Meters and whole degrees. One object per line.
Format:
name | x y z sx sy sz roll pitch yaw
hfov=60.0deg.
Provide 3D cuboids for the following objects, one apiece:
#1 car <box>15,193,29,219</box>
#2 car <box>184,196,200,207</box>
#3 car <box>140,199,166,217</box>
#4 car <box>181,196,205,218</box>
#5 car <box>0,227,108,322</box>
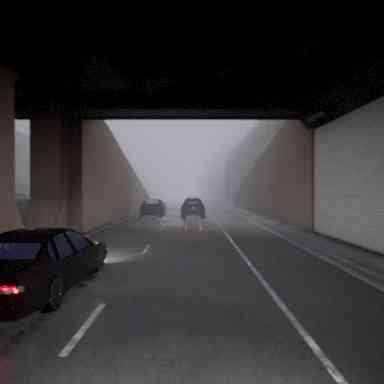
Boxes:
car | -14.095 1.112 24.606 2.150 2.045 5.566 0 0 0
car | 0.050 1.296 46.581 2.163 1.488 4.792 0 0 1
car | -3.397 1.345 29.576 1.882 1.535 5.008 0 0 0
car | 0.099 1.303 28.392 2.033 1.649 4.856 0 0 0
car | -3.405 1.514 7.493 2.033 1.411 5.357 0 0 0
